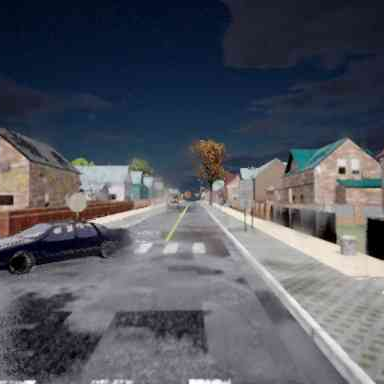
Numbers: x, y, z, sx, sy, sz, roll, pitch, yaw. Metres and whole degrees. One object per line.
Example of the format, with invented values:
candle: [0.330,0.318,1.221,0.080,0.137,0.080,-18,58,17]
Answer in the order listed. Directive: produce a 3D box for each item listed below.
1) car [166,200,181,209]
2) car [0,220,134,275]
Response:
car: [-2.473,1.824,46.208,1.882,1.535,5.008,0,-1,0]
car: [-4.480,1.692,11.341,2.033,1.411,5.357,-1,0,39]
